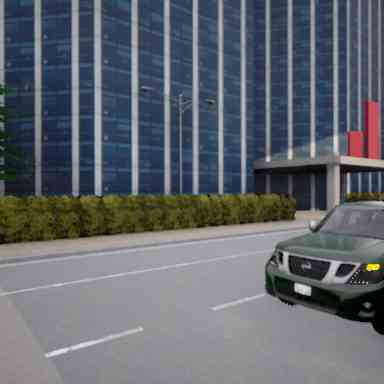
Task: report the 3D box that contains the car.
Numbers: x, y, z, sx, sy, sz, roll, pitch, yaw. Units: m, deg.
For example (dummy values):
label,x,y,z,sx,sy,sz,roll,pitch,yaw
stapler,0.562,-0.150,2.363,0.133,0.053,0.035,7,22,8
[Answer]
label,x,y,z,sx,sy,sz,roll,pitch,yaw
car,3.984,1.204,6.967,5.566,2.045,2.150,0,0,-37
